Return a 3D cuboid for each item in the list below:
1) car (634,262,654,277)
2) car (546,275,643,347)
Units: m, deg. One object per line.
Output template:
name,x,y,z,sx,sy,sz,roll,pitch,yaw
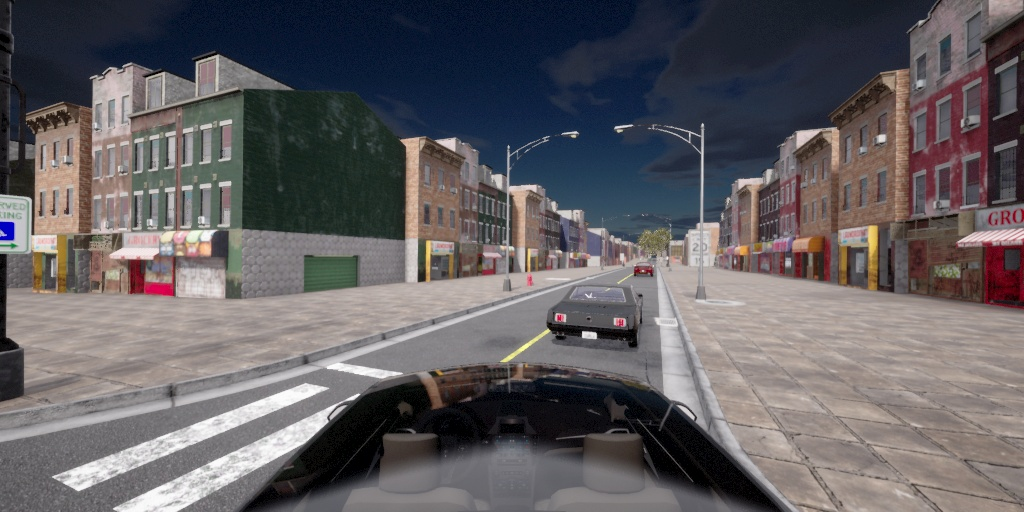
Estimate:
car,14.300,1.393,38.841,1.882,1.535,5.008,1,0,22
car,2.431,1.345,9.442,1.895,1.301,4.718,1,0,22
